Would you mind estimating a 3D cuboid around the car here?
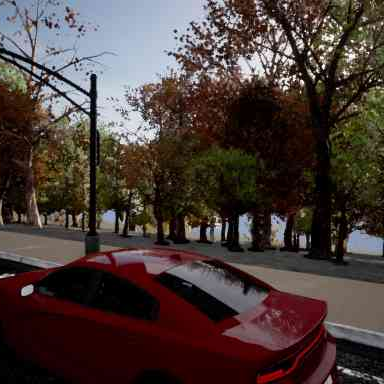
[{"bbox_3d":[-0.859,1.477,4.289,5.008,1.535,1.882,0,0,35],"label":"car"}]
